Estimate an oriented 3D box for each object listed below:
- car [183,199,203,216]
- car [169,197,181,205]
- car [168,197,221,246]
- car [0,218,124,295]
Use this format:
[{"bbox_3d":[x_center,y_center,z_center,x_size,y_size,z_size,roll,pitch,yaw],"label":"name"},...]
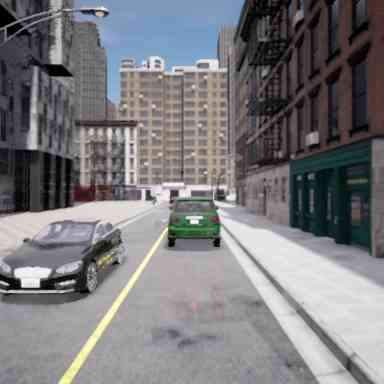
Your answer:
[{"bbox_3d":[0.091,1.488,32.850,1.837,1.490,4.892,0,0,0],"label":"car"},{"bbox_3d":[-3.023,1.539,58.802,1.895,1.301,4.718,0,0,0],"label":"car"},{"bbox_3d":[0.093,1.220,15.287,2.150,2.045,5.566,0,0,0],"label":"car"},{"bbox_3d":[-3.102,1.492,8.842,2.128,1.511,4.902,0,0,0],"label":"car"}]
